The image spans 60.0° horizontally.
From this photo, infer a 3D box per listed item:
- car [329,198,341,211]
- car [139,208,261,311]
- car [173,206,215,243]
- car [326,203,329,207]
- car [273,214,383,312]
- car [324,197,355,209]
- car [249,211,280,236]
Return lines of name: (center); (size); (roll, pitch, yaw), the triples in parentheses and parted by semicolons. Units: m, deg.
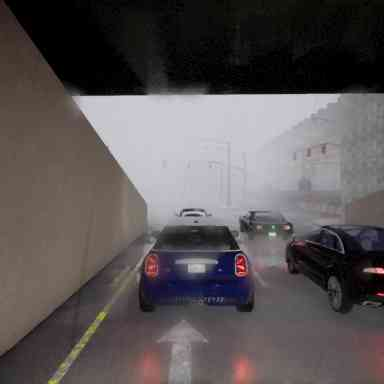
car: (17.414, 1.453, 34.759); (2.038, 1.542, 4.974); (0, 0, -35)
car: (0.084, 1.352, 7.920); (2.097, 1.767, 4.553); (0, 0, 0)
car: (0.069, 1.526, 16.972); (1.812, 1.442, 4.674); (0, 0, 0)
car: (17.516, 1.453, 39.366); (2.038, 1.542, 4.974); (0, 0, 45)
car: (3.583, 1.492, 7.654); (2.128, 1.511, 4.902); (0, 0, 0)
car: (17.552, 1.295, 39.403); (1.853, 1.218, 4.536); (0, 0, 45)
car: (3.591, 1.601, 16.980); (1.895, 1.301, 4.718); (0, 0, 0)
